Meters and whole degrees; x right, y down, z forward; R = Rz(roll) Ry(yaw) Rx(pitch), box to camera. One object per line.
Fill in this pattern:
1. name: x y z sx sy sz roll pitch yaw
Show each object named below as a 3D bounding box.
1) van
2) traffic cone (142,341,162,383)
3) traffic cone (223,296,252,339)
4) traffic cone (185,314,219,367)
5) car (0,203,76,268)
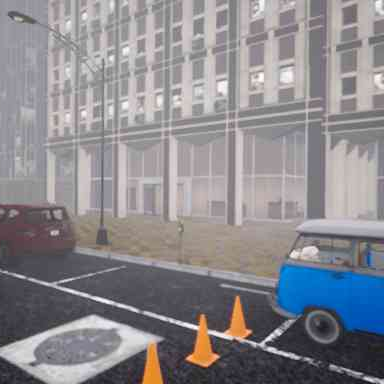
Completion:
1. van: 3.190 1.343 4.709 3.998 1.788 1.690 0 1 36
2. traffic cone: -0.441 1.953 3.678 0.340 0.580 0.340 0 0 36
3. traffic cone: 0.726 1.954 5.302 0.340 0.580 0.340 0 0 36
4. traffic cone: 0.142 1.954 4.491 0.340 0.580 0.340 0 0 36
5. car: -6.042 1.303 11.342 5.009 1.841 2.192 0 1 36
